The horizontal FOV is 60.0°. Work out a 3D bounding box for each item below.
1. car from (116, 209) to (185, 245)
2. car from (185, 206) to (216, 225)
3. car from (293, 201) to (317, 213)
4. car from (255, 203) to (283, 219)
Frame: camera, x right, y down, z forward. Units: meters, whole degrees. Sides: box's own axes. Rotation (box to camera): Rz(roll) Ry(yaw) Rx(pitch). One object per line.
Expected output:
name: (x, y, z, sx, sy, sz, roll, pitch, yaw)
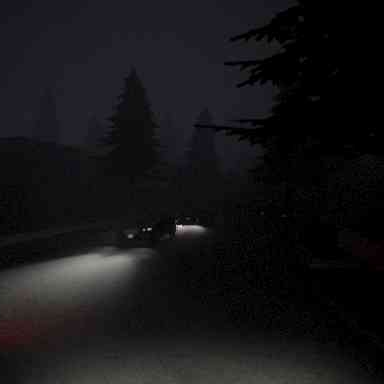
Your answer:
car: (-2.093, 1.614, 16.420, 2.128, 1.511, 4.902, 0, 0, 12)
car: (0.421, 1.764, 26.015, 1.994, 1.385, 4.181, 0, 0, 21)
car: (13.835, 1.852, 41.456, 2.033, 1.411, 5.357, 0, -1, 39)
car: (7.445, 1.762, 32.014, 1.812, 1.442, 4.674, 0, 0, 28)
